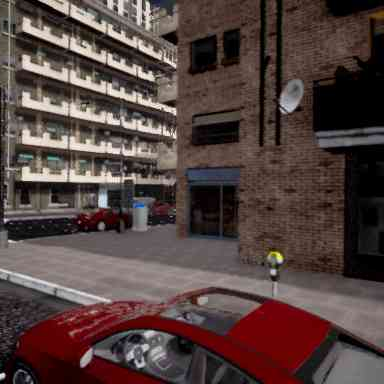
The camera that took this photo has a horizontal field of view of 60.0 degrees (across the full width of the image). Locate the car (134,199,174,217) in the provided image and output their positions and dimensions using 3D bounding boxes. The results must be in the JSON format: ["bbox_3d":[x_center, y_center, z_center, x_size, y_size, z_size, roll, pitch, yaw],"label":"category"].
[{"bbox_3d":[-3.740,1.709,33.682,1.812,1.442,4.674,1,0,36],"label":"car"}]

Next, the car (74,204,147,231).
[{"bbox_3d":[-5.361,1.685,21.481,1.887,1.381,4.507,0,-1,36],"label":"car"}]

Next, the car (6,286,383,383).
[{"bbox_3d":[0.021,1.575,2.985,4.206,1.307,1.802,0,1,36],"label":"car"}]
